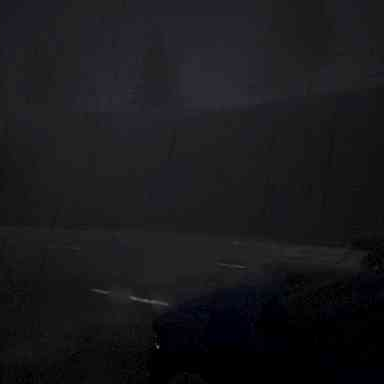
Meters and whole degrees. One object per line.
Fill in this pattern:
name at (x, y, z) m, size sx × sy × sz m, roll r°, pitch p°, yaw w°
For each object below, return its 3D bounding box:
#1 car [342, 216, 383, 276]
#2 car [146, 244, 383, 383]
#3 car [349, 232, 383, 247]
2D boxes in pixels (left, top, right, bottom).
car at (6.410, 1.414, 8.162) m, size 4.718 × 1.301 × 1.895 m, roll 0°, pitch 1°, yaw 34°
car at (1.845, 1.414, 2.732) m, size 5.008 × 1.535 × 1.882 m, roll 0°, pitch 1°, yaw 35°
car at (3.659, 1.474, 5.832) m, size 4.718 × 1.301 × 1.895 m, roll 0°, pitch 1°, yaw 34°
